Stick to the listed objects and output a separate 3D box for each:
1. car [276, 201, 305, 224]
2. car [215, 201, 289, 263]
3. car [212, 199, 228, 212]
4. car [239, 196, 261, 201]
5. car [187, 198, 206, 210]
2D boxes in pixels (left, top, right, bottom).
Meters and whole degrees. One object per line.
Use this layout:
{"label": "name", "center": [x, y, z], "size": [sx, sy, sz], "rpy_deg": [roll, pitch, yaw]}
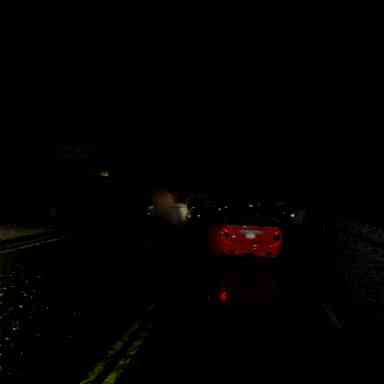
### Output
{"label": "car", "center": [8.239, 1.802, 27.974], "size": [1.994, 1.385, 4.181], "rpy_deg": [2, 0, 10]}
{"label": "car", "center": [2.225, 1.411, 12.570], "size": [2.097, 1.767, 4.553], "rpy_deg": [2, 0, 10]}
{"label": "car", "center": [3.635, 1.617, 40.371], "size": [2.033, 1.411, 5.357], "rpy_deg": [2, 0, 10]}
{"label": "car", "center": [5.707, 1.371, 32.221], "size": [2.150, 2.045, 5.566], "rpy_deg": [2, 0, 10]}
{"label": "car", "center": [0.672, 1.518, 42.271], "size": [2.033, 1.411, 5.357], "rpy_deg": [2, 0, 10]}
